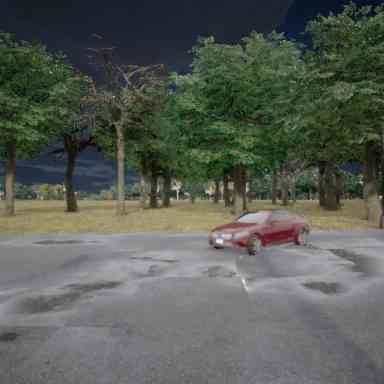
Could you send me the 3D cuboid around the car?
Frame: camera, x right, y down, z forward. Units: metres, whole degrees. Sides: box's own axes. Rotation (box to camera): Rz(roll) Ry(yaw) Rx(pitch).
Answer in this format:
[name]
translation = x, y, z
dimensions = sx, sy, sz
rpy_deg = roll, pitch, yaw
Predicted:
[car]
translation = 2.658, 1.388, 12.546
dimensions = 4.674, 1.442, 1.812
rpy_deg = 0, -3, -41
